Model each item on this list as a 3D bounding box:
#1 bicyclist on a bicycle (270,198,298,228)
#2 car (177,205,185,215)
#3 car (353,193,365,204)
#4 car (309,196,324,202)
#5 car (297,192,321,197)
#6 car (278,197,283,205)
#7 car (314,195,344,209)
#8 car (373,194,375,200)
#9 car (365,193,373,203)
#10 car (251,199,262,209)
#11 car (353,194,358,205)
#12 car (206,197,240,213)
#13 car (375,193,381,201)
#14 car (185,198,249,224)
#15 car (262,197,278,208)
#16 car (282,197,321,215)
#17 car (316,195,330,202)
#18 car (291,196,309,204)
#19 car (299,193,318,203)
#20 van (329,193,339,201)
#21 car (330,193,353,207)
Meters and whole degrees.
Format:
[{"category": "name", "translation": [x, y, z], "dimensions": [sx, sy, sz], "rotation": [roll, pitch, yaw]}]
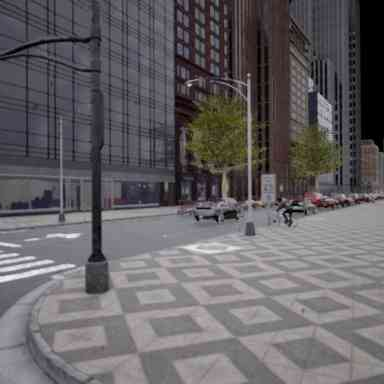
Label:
[{"category": "bicyclist on a bicycle", "translation": [5.076, 1.178, 18.529], "dimensions": [1.656, 1.620, 0.582], "rotation": [-1, 0, 35]}, {"category": "car", "translation": [0.284, 1.528, 31.834], "dimensions": [1.802, 1.307, 4.206], "rotation": [0, 0, 35]}, {"category": "car", "translation": [26.472, 1.119, 54.880], "dimensions": [2.192, 1.841, 5.009], "rotation": [0, 0, 35]}, {"category": "car", "translation": [25.844, 1.421, 69.011], "dimensions": [1.947, 1.339, 4.313], "rotation": [0, 0, 35]}, {"category": "car", "translation": [16.358, 1.071, 44.705], "dimensions": [2.150, 2.045, 5.566], "rotation": [-1, 0, 35]}, {"category": "car", "translation": [13.063, 1.459, 50.423], "dimensions": [1.947, 1.339, 4.313], "rotation": [0, 0, 35]}, {"category": "car", "translation": [16.889, 1.378, 40.940], "dimensions": [1.887, 1.381, 4.507], "rotation": [0, 0, 35]}, {"category": "car", "translation": [36.153, 1.303, 68.959], "dimensions": [1.752, 1.417, 4.829], "rotation": [-1, 0, 35]}, {"category": "car", "translation": [32.862, 1.100, 64.174], "dimensions": [2.192, 1.841, 5.009], "rotation": [0, 0, 35]}, {"category": "car", "translation": [6.674, 1.498, 41.128], "dimensions": [1.802, 1.307, 4.206], "rotation": [0, 0, 35]}, {"category": "car", "translation": [23.278, 1.379, 50.233], "dimensions": [1.947, 1.339, 4.313], "rotation": [0, 0, 35]}, {"category": "car", "translation": [3.477, 1.370, 36.480], "dimensions": [1.967, 1.590, 4.097], "rotation": [0, 0, 35]}, {"category": "car", "translation": [42.446, 1.359, 78.112], "dimensions": [1.802, 1.307, 4.206], "rotation": [-1, 0, 35]}, {"category": "car", "translation": [1.984, 1.406, 23.834], "dimensions": [2.128, 1.511, 4.902], "rotation": [-1, 0, 35]}, {"category": "car", "translation": [9.772, 1.429, 45.634], "dimensions": [1.752, 1.417, 4.829], "rotation": [0, 0, 35]}, {"category": "car", "translation": [10.500, 1.426, 31.646], "dimensions": [1.947, 1.339, 4.313], "rotation": [0, 0, 35]}, {"category": "car", "translation": [29.038, 1.430, 73.657], "dimensions": [1.802, 1.307, 4.206], "rotation": [0, 0, 35]}, {"category": "car", "translation": [19.453, 1.419, 59.717], "dimensions": [1.887, 1.381, 4.507], "rotation": [0, 0, 35]}, {"category": "car", "translation": [22.647, 1.180, 64.364], "dimensions": [2.192, 1.841, 5.009], "rotation": [0, 0, 35]}, {"category": "van", "translation": [35.426, 1.188, 82.953], "dimensions": [1.690, 1.788, 3.998], "rotation": [-1, 0, 35]}, {"category": "car", "translation": [20.083, 1.138, 45.588], "dimensions": [2.192, 1.841, 5.009], "rotation": [0, 0, 35]}]
